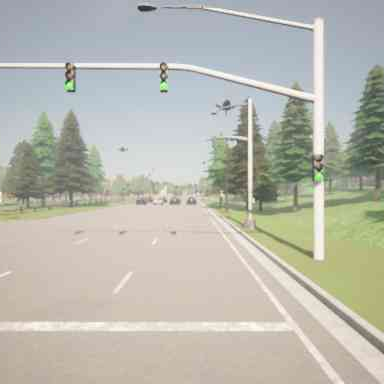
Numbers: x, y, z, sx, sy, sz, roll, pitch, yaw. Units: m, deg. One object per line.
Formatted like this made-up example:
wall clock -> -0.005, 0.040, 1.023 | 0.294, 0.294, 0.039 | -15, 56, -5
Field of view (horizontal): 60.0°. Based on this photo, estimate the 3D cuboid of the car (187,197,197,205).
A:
car -> -0.061, 1.805, 70.271 | 2.097, 1.767, 4.553 | 0, 0, 0

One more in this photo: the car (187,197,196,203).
car -> -0.070, 1.909, 80.337 | 1.994, 1.385, 4.181 | 0, 0, 0

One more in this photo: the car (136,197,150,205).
car -> -10.561, 1.949, 69.908 | 1.837, 1.490, 4.892 | 0, 0, 0

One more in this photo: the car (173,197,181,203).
car -> -3.570, 1.881, 80.334 | 1.812, 1.442, 4.674 | 0, 0, 0

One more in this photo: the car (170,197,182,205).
car -> -3.561, 1.807, 70.301 | 2.097, 1.767, 4.553 | 0, 0, 0

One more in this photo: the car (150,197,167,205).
car -> -7.061, 2.047, 70.357 | 1.895, 1.301, 4.718 | 0, 0, 0

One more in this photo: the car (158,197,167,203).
car -> -7.070, 1.910, 80.331 | 1.994, 1.385, 4.181 | 0, 0, 0
